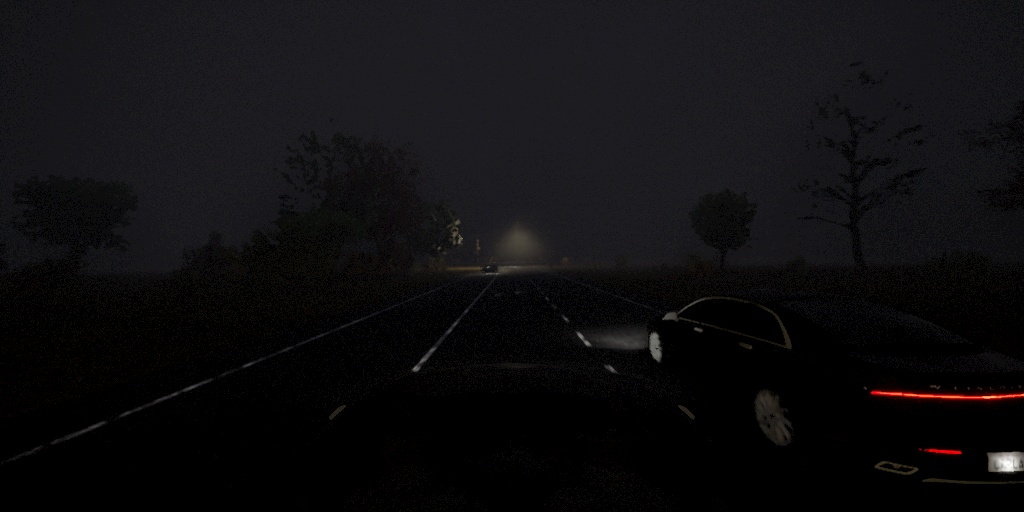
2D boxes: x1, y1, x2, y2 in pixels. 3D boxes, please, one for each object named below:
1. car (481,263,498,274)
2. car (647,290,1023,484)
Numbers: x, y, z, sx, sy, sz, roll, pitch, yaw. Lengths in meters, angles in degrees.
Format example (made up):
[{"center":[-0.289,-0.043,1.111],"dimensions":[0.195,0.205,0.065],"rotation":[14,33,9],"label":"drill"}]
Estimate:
[{"center":[-3.165,1.794,52.096],"dimensions":[2.033,1.411,5.357],"rotation":[-2,0,5],"label":"car"},{"center":[3.470,1.214,4.938],"dimensions":[1.837,1.490,4.892],"rotation":[-1,0,0],"label":"car"}]
